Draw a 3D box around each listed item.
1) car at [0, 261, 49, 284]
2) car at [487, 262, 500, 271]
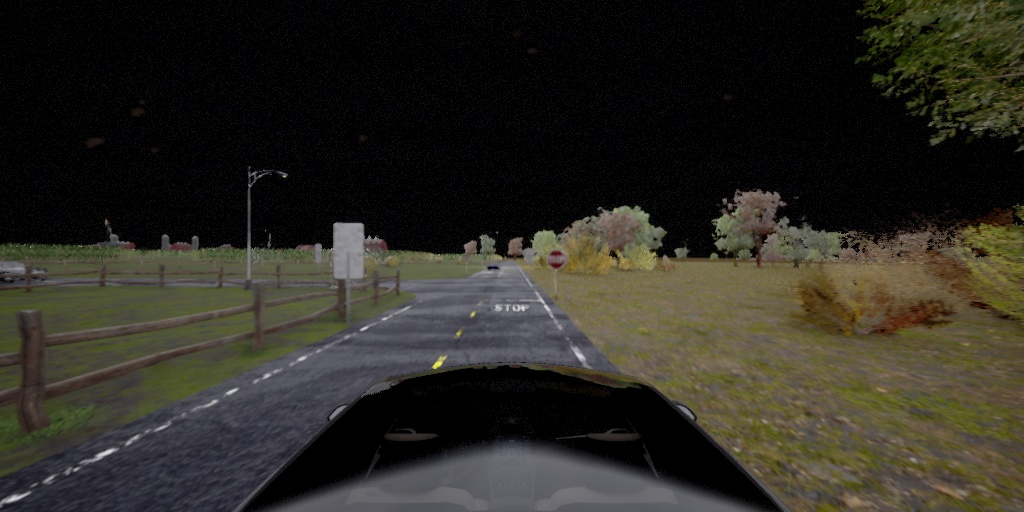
[{"bbox_3d":[-35.502,1.120,25.018,4.902,1.511,2.128,0,0,0],"label":"car"},{"bbox_3d":[-2.742,1.598,53.514,1.895,1.301,4.718,0,0,0],"label":"car"}]
